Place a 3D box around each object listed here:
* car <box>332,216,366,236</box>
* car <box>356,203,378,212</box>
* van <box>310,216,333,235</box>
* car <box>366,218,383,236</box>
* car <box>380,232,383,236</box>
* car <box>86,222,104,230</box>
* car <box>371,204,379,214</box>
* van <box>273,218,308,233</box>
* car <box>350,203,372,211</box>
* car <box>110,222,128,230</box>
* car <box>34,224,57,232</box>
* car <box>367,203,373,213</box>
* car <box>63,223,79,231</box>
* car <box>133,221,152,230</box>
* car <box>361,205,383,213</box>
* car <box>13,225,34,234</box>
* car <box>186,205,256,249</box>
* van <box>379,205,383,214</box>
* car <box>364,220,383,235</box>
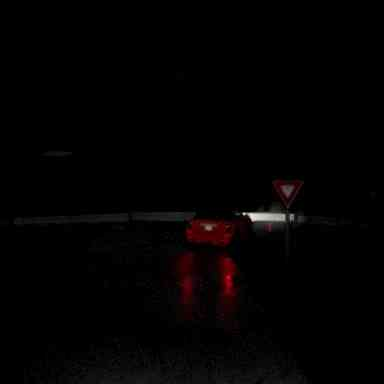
[{"bbox_3d":[17.573,4.090,40.313,2.435,2.045,5.566,0,0,-18],"label":"car"},{"bbox_3d":[41.693,3.635,79.323,4.553,1.767,2.185,-1,1,-17],"label":"car"},{"bbox_3d":[14.561,4.115,40.540,1.878,1.987,4.442,0,0,-18],"label":"van"},{"bbox_3d":[20.531,4.090,40.219,2.435,2.045,5.566,0,0,-18],"label":"car"},{"bbox_3d":[16.770,4.341,23.423,2.435,2.045,5.566,-1,2,-18],"label":"car"},{"bbox_3d":[-12.012,4.337,41.265,2.097,1.535,5.008,0,0,-18],"label":"car"},{"bbox_3d":[41.142,3.891,70.322,5.008,1.535,2.097,-1,1,-17],"label":"car"},{"bbox_3d":[11.603,4.116,40.633,1.878,1.987,4.442,0,0,-18],"label":"van"},{"bbox_3d":[41.871,3.593,82.319,4.553,1.767,2.185,-1,1,-17],"label":"car"},{"bbox_3d":[-9.124,4.334,41.344,1.946,1.575,5.366,0,0,-18],"label":"car"},{"bbox_3d":[-17.939,4.335,41.448,2.097,1.535,5.008,0,0,-18],"label":"car"},{"bbox_3d":[41.274,3.722,73.321,4.553,1.767,2.185,-1,1,-17],"label":"car"},{"bbox_3d":[-15.039,4.333,41.531,1.946,1.575,5.366,0,0,-18],"label":"car"},{"bbox_3d":[-6.085,4.368,41.056,2.163,1.488,4.792,0,0,-18],"label":"car"},{"bbox_3d":[41.483,3.844,76.324,4.674,1.452,2.002,-1,1,-17],"label":"car"},{"bbox_3d":[-20.903,4.364,41.569,2.163,1.488,4.792,0,0,-18],"label":"car"},{"bbox_3d":[1.410,1.349,15.048,2.097,1.767,4.553,3,3,21],"label":"car"},{"bbox_3d":[40.848,3.711,67.286,4.442,1.987,1.878,-1,1,-17],"label":"van"},{"bbox_3d":[23.496,4.370,40.135,2.163,1.488,4.792,0,0,-18],"label":"car"}]
